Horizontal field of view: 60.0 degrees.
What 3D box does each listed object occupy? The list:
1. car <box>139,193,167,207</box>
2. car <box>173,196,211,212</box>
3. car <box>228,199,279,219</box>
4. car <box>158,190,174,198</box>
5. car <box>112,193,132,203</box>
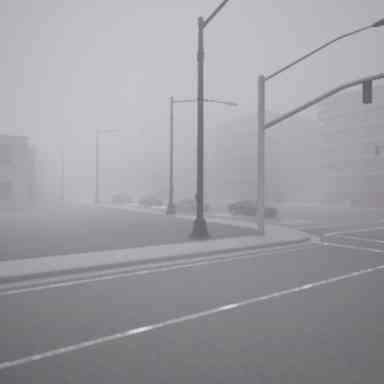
[{"bbox_3d":[-5.609,1.223,45.240,1.994,1.385,4.181,0,1,-34],"label":"car"},{"bbox_3d":[0.034,1.434,36.965,1.895,1.301,4.718,0,1,-34],"label":"car"},{"bbox_3d":[5.322,1.447,29.264,1.882,1.535,5.008,0,1,-35],"label":"car"},{"bbox_3d":[-5.869,0.601,70.619,2.150,2.045,5.566,0,0,-34],"label":"car"},{"bbox_3d":[-11.353,0.971,53.713,2.128,1.511,4.902,0,1,-34],"label":"car"}]
